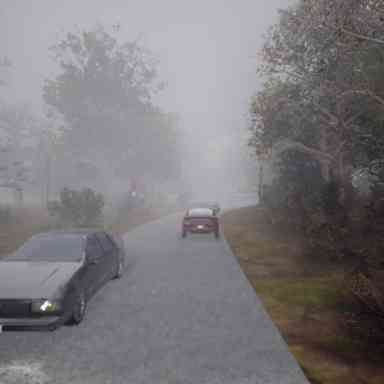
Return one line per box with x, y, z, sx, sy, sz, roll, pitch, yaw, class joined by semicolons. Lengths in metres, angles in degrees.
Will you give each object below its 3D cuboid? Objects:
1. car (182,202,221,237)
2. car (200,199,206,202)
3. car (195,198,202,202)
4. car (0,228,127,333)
0.512;1.543;18.492;1.882;1.535;5.008;0;0;2;car
2.311;1.869;38.967;1.994;1.385;4.181;0;-1;7;car
1.233;1.876;51.364;2.097;1.767;4.553;0;-1;11;car
-2.784;1.560;7.367;2.033;1.411;5.357;0;0;1;car
